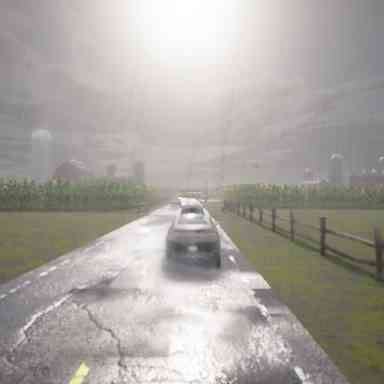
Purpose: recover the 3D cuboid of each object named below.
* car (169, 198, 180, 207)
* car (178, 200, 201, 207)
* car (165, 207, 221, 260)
[{"bbox_3d":[-2.831,1.756,57.741,1.837,1.490,4.892,0,0,0],"label":"car"},{"bbox_3d":[0.034,1.609,27.631,1.837,1.490,4.892,0,0,0],"label":"car"},{"bbox_3d":[0.039,1.535,12.594,2.128,1.511,4.902,0,0,0],"label":"car"}]
